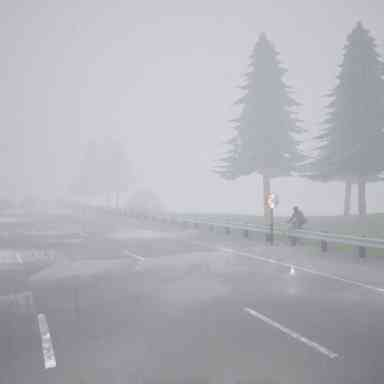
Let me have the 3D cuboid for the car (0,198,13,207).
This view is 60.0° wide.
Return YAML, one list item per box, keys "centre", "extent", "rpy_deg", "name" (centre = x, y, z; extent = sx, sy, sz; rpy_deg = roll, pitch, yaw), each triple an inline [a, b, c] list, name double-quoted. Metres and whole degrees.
- centre: [-29.634, 1.600, 52.750]
  extent: [1.895, 1.301, 4.718]
  rpy_deg: [0, 0, -32]
  name: "car"

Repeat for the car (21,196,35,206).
- centre: [-28.070, 1.504, 56.868]
  extent: [1.837, 1.490, 4.892]
  rpy_deg: [0, 0, -32]
  name: "car"

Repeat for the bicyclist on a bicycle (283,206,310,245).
- centre: [4.420, 1.436, 13.951]
  extent: [1.656, 1.620, 0.582]
  rpy_deg: [6, -3, -31]
  name: "bicyclist on a bicycle"
